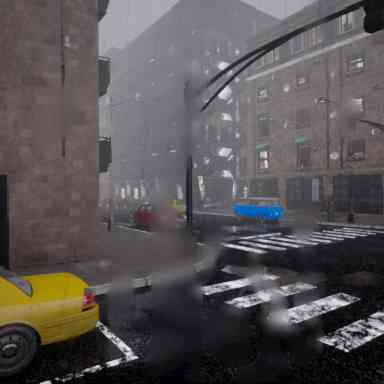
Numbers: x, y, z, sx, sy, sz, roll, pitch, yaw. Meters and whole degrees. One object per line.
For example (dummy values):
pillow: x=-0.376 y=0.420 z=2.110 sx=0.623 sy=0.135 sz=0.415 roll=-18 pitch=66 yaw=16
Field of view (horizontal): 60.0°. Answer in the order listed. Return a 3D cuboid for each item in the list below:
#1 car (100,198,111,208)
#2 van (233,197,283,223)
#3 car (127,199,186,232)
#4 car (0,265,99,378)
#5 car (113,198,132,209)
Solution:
car: x=-11.765 y=1.465 z=47.787 sx=1.887 sy=1.381 sz=4.507 roll=-1 pitch=0 yaw=-36
van: x=4.864 y=1.282 z=24.878 sx=1.690 sy=1.788 sz=3.998 roll=0 pitch=0 yaw=-36
car: x=-1.929 y=1.442 z=19.971 sx=1.967 sy=1.590 sz=4.097 roll=0 pitch=0 yaw=-36
car: x=-3.635 y=1.525 z=3.972 sx=4.829 sy=1.417 sz=1.752 roll=0 pitch=0 yaw=-36
car: x=-8.440 y=1.465 z=43.205 sx=1.887 sy=1.381 sz=4.507 roll=-1 pitch=0 yaw=-36
